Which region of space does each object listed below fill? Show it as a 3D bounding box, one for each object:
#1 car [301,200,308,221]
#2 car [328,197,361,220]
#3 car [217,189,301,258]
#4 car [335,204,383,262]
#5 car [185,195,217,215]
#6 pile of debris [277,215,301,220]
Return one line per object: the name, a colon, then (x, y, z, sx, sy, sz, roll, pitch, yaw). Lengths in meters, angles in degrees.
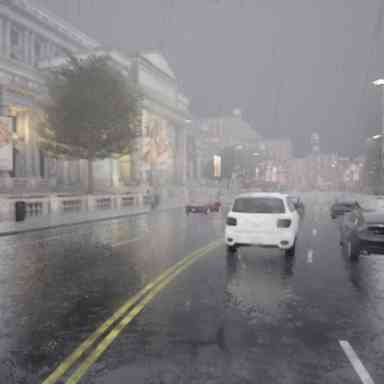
car: (6.972, 1.116, 23.376, 2.128, 1.511, 4.902, 0, 1, 21)
car: (10.869, 1.129, 23.721, 1.837, 1.490, 4.892, 0, 1, 21)
car: (2.757, 1.022, 12.314, 2.150, 2.045, 5.566, 0, 1, 19)
car: (6.075, 1.325, 11.115, 1.837, 1.490, 4.892, 0, -1, 19)
car: (1.023, 1.064, 27.686, 1.882, 1.535, 5.008, 0, 1, 22)
pile of debris: (6.821, 1.801, 23.319, 1.500, 0.140, 1.860, 0, 1, 21)
